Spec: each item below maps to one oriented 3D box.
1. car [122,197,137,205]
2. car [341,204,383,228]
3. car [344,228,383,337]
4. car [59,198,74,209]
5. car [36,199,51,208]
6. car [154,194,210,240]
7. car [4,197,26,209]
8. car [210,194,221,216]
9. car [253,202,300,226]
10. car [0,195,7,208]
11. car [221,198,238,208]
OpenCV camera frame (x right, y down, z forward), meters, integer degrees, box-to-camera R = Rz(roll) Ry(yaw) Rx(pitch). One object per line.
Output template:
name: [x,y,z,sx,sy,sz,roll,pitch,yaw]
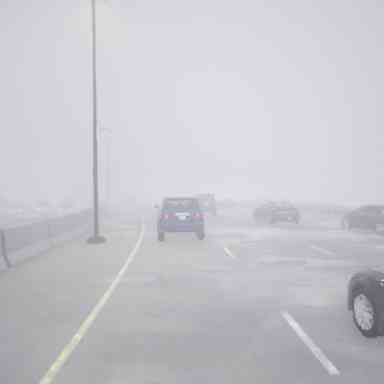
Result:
car: [-11.535,1.609,61.302,2.033,1.411,5.357,-1,0,-23]
car: [9.728,1.379,17.366,1.837,1.490,4.892,0,0,-6]
car: [3.584,1.462,3.682,1.837,1.490,4.892,0,0,-2]
car: [-18.802,1.631,49.967,1.882,1.535,5.008,-1,0,-18]
car: [-23.616,1.771,53.156,1.994,1.385,4.181,-1,0,-19]
car: [-0.718,1.211,17.115,2.150,2.045,5.566,0,0,-6]
car: [-26.165,1.783,49.954,2.033,1.411,5.357,-1,0,-19]
car: [0.767,1.179,31.907,2.150,2.045,5.566,0,0,-12]
car: [5.639,1.405,22.786,2.128,1.511,4.902,0,0,-8]
car: [-31.758,1.512,54.855,2.150,2.045,5.566,-1,0,-21]
car: [4.677,1.499,46.389,1.895,1.301,4.718,-1,0,-16]
